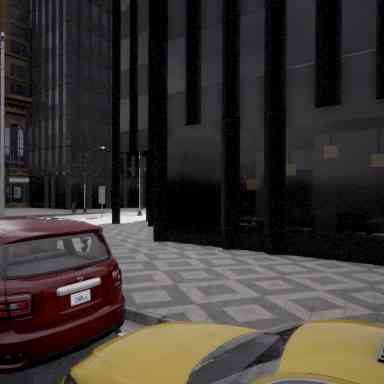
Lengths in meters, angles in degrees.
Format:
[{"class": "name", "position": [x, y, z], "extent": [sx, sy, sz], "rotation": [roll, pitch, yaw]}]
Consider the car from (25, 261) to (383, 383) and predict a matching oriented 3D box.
[{"class": "car", "position": [1.037, 1.525, 2.220], "extent": [4.829, 1.417, 1.752], "rotation": [0, 0, 36]}]

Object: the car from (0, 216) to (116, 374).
[{"class": "car", "position": [-3.242, 1.314, 5.271], "extent": [5.009, 1.841, 2.192], "rotation": [0, 0, 36]}]
